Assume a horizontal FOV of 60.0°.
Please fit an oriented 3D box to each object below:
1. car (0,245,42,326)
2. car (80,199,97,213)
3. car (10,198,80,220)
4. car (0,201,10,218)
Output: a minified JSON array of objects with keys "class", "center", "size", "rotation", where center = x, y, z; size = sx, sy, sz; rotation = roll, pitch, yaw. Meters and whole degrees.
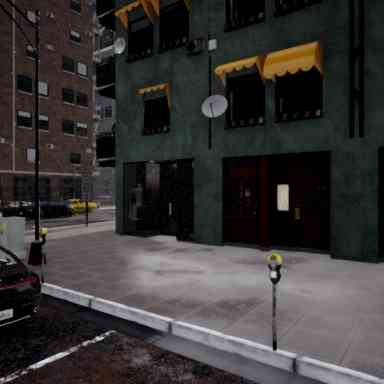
[{"class":"car","center":[-4.501,1.551,6.079],"size":[4.403,1.369,2.008],"rotation":[0,0,35]},{"class":"car","center":[-10.985,1.250,30.512],"size":[1.752,1.417,4.829],"rotation":[1,1,35]},{"class":"car","center":[-11.222,1.345,25.664],"size":[1.994,1.385,4.181],"rotation":[0,1,35]},{"class":"car","center":[-14.073,1.350,26.085],"size":[2.008,1.369,4.403],"rotation":[1,1,35]}]
